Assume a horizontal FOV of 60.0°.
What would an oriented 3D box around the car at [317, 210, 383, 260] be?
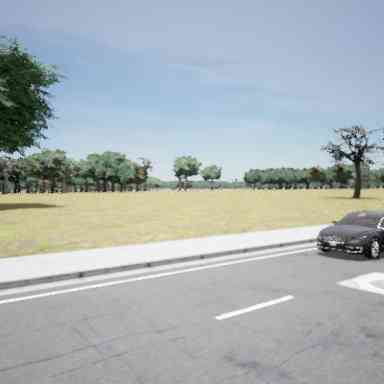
[{"bbox_3d":[6.640,1.465,12.410,4.892,1.490,1.837,0,0,-35],"label":"car"}]
